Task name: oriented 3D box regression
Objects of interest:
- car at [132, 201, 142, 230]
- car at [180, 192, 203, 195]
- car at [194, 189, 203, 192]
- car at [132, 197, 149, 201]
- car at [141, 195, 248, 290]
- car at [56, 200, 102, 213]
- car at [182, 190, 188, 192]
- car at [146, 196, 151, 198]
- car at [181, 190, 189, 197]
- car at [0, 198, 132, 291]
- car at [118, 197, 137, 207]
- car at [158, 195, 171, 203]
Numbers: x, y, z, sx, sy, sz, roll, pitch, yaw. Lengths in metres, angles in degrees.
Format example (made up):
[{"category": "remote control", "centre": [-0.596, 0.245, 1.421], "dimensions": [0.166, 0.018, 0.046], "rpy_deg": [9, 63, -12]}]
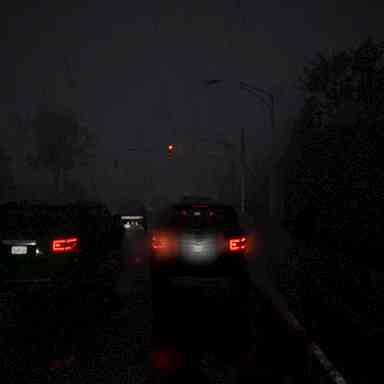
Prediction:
[{"category": "car", "centre": [-3.187, 1.491, 19.013], "dimensions": [2.128, 1.511, 4.902], "rpy_deg": [0, 0, 1]}, {"category": "car", "centre": [0.328, 1.221, 19.563], "dimensions": [2.150, 2.045, 5.566], "rpy_deg": [0, 0, 1]}, {"category": "car", "centre": [1.472, 0.850, 77.573], "dimensions": [2.097, 1.767, 4.553], "rpy_deg": [0, 3, 1]}, {"category": "car", "centre": [-6.516, 1.547, 37.151], "dimensions": [2.033, 1.411, 5.357], "rpy_deg": [0, 0, 1]}, {"category": "car", "centre": [0.171, 1.221, 9.233], "dimensions": [2.150, 2.045, 5.566], "rpy_deg": [0, 0, 1]}, {"category": "car", "centre": [-12.652, 1.601, 37.477], "dimensions": [1.895, 1.301, 4.718], "rpy_deg": [0, 0, 36]}, {"category": "car", "centre": [-2.036, 1.053, 77.274], "dimensions": [2.033, 1.411, 5.357], "rpy_deg": [0, 3, 1]}, {"category": "car", "centre": [-6.099, 1.600, 55.697], "dimensions": [1.895, 1.301, 4.718], "rpy_deg": [0, 0, 1]}, {"category": "car", "centre": [-1.807, 0.294, 87.686], "dimensions": [1.882, 1.535, 5.008], "rpy_deg": [0, 3, 1]}, {"category": "car", "centre": [-3.330, 1.221, 9.146], "dimensions": [2.150, 2.045, 5.566], "rpy_deg": [0, 0, 1]}, {"category": "car", "centre": [-9.718, 1.564, 50.548], "dimensions": [1.994, 1.385, 4.181], "rpy_deg": [0, 0, 1]}, {"category": "car", "centre": [-5.714, 1.377, 69.163], "dimensions": [2.128, 1.511, 4.902], "rpy_deg": [0, 2, 1]}]
